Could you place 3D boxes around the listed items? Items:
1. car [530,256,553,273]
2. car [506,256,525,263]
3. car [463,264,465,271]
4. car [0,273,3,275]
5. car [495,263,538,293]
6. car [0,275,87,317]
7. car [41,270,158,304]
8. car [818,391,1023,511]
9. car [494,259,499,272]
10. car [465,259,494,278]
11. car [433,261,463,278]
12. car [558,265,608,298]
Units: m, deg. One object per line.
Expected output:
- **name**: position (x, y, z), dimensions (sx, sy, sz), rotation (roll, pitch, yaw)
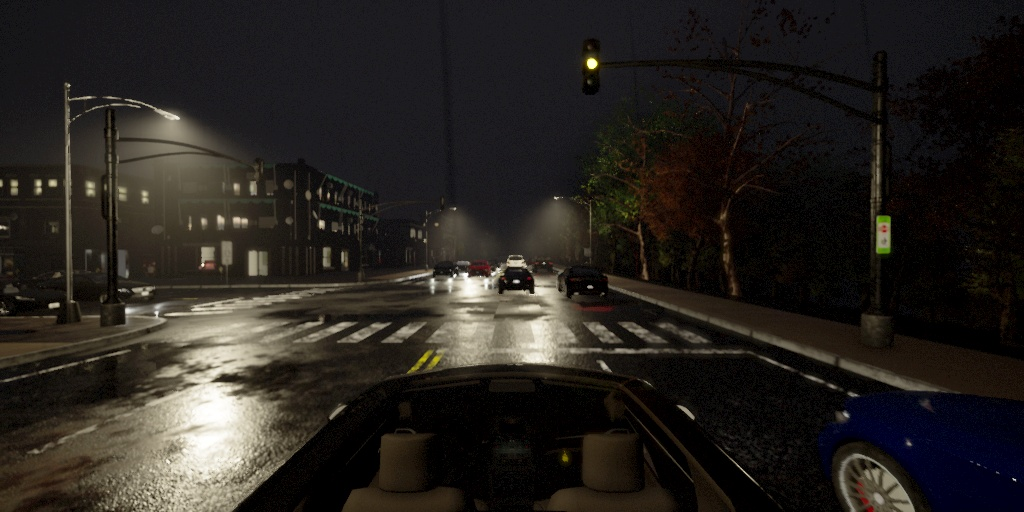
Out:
- **car**: position (3.698, 0.963, 43.844), dimensions (2.150, 2.045, 5.566), rotation (0, 0, 0)
- **car**: position (0.455, 0.963, 44.668), dimensions (2.150, 2.045, 5.566), rotation (0, 0, 0)
- **car**: position (-6.228, 1.342, 45.087), dimensions (1.895, 1.301, 4.718), rotation (0, 0, 1)
- **car**: position (-33.647, 1.656, 22.511), dimensions (4.207, 1.307, 1.802), rotation (0, 0, 1)
- **car**: position (0.254, 1.312, 20.694), dimensions (1.994, 1.385, 4.181), rotation (0, 0, 0)
- **car**: position (-19.850, 1.566, 13.877), dimensions (4.313, 1.339, 1.948), rotation (0, 0, 1)
- **car**: position (-19.210, 1.492, 16.570), dimensions (4.674, 1.442, 1.812), rotation (-1, 1, 2)
- **car**: position (3.349, 1.276, 0.887), dimensions (1.812, 1.442, 4.674), rotation (0, 0, 1)
- **car**: position (-2.981, 1.268, 44.690), dimensions (1.812, 1.442, 4.674), rotation (0, 0, 1)
- **car**: position (-3.064, 1.222, 34.630), dimensions (1.882, 1.535, 5.008), rotation (0, 0, 1)
- **car**: position (-6.320, 1.222, 34.788), dimensions (1.882, 1.535, 5.008), rotation (0, 0, 1)
- **car**: position (3.485, 1.226, 18.323), dimensions (1.882, 1.535, 5.008), rotation (0, 0, 1)
